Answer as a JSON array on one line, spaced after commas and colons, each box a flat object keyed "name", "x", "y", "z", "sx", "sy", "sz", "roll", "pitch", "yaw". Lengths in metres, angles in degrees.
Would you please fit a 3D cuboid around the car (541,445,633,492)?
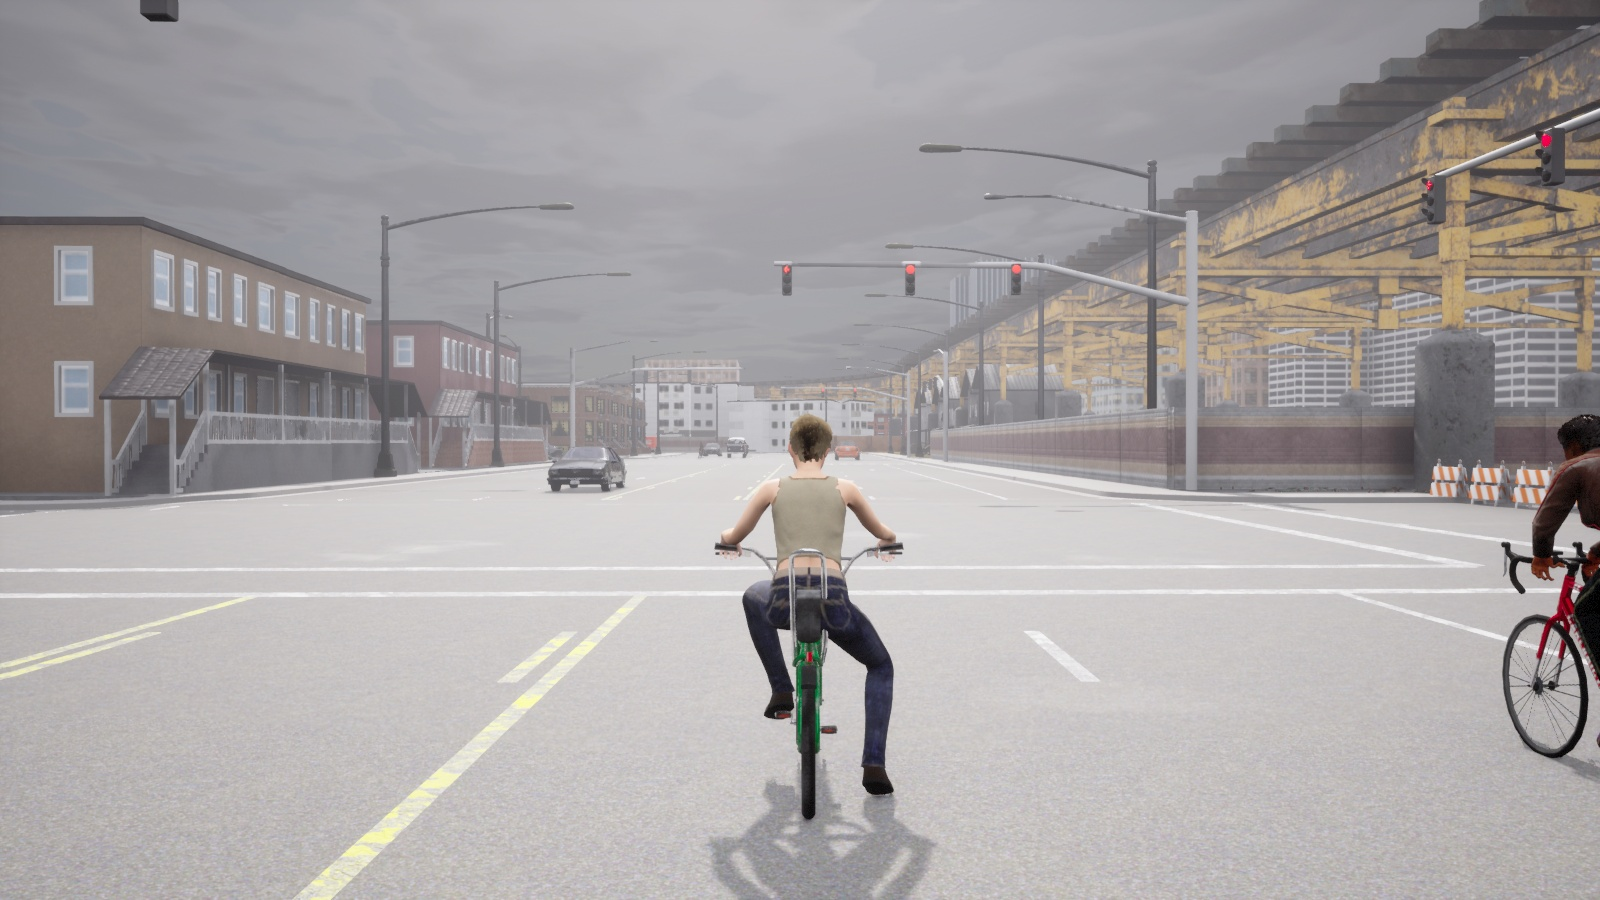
[{"name": "car", "x": -6.773, "y": 0.560, "z": 40.534, "sx": 2.033, "sy": 1.411, "sz": 5.357, "roll": 0, "pitch": 0, "yaw": 0}]

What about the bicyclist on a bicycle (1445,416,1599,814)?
[{"name": "bicyclist on a bicycle", "x": 3.545, "y": 0.671, "z": 5.511, "sx": 0.582, "sy": 1.620, "sz": 1.656, "roll": 0, "pitch": 0, "yaw": 0}]

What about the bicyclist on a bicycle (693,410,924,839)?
[{"name": "bicyclist on a bicycle", "x": 0.038, "y": 0.652, "z": 5.474, "sx": 0.866, "sy": 1.612, "sz": 1.509, "roll": 0, "pitch": 0, "yaw": 0}]
